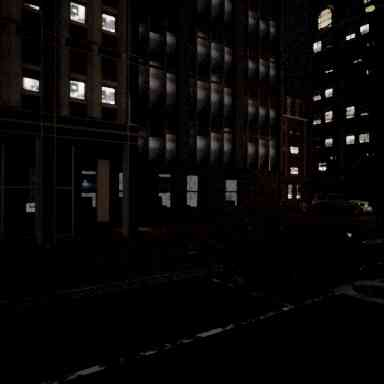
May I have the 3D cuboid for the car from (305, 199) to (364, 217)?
[{"bbox_3d":[12.860,1.534,30.204,1.802,1.307,4.206,0,0,-36],"label":"car"}]

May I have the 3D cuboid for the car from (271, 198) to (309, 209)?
[{"bbox_3d":[12.968,1.499,44.430,1.752,1.417,4.829,0,0,-36],"label":"car"}]

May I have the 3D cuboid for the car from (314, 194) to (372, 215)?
[{"bbox_3d":[14.435,1.184,32.450,2.150,2.045,5.566,0,0,-36],"label":"car"}]

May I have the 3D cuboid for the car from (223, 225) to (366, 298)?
[{"bbox_3d":[2.782,1.567,8.542,4.313,1.339,1.947,0,0,-36],"label":"car"}]

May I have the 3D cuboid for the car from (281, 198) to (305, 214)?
[{"bbox_3d":[9.659,1.467,34.667,1.752,1.417,4.829,0,0,-36],"label":"car"}]
